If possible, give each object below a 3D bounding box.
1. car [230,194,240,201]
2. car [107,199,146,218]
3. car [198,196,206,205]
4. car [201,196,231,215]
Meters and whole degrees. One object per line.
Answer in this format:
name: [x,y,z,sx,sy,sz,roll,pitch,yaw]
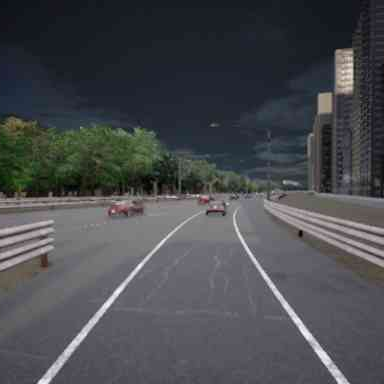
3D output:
car: [10.330,1.372,80.048,1.837,1.490,4.892,0,0,17]
car: [-5.601,1.366,28.823,1.812,1.442,4.674,1,0,17]
car: [2.417,1.327,54.619,1.882,1.535,5.008,0,0,17]
car: [2.439,1.432,32.248,2.033,1.411,5.357,0,0,8]
